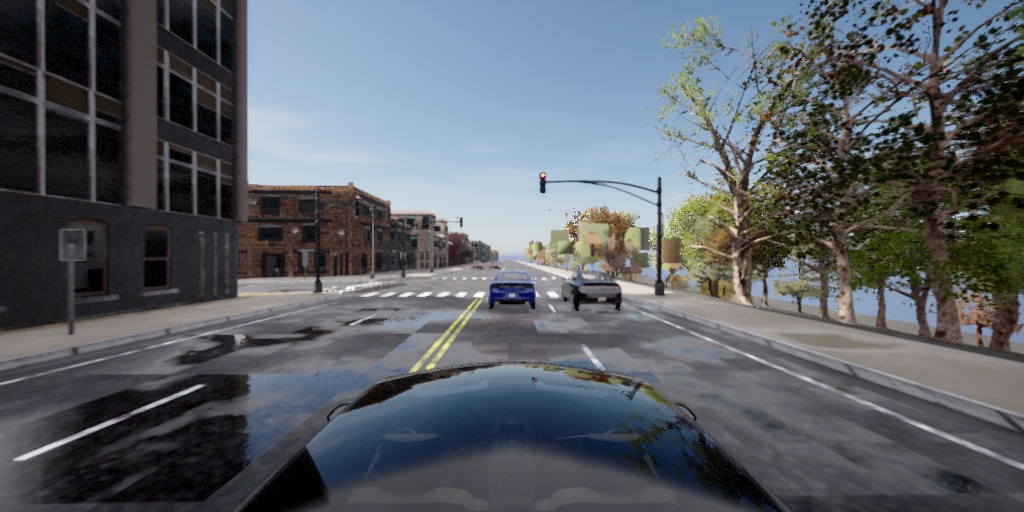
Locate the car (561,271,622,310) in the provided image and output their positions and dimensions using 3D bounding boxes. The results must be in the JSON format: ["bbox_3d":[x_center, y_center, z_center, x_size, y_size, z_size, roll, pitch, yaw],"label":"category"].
[{"bbox_3d":[3.263,1.373,15.358,2.128,1.511,4.902,0,0,0],"label":"car"}]

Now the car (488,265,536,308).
[{"bbox_3d":[0.019,1.364,16.021,1.882,1.535,5.008,0,0,0],"label":"car"}]
